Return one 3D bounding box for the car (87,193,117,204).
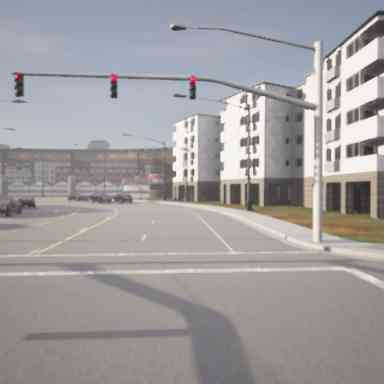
[{"bbox_3d":[-13.775,0.973,50.507,2.128,1.511,4.902,0,1,-35],"label":"car"}]

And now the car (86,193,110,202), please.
[{"bbox_3d":[-16.861,0.886,59.493,4.892,1.490,1.837,1,1,42],"label":"car"}]

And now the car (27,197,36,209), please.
[{"bbox_3d":[-18.648,1.204,37.592,1.895,1.301,4.718,0,1,-25],"label":"car"}]

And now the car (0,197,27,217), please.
[{"bbox_3d":[-15.734,1.234,27.947,1.812,1.442,4.674,0,1,-11],"label":"car"}]

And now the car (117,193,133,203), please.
[{"bbox_3d":[-11.011,0.970,52.660,1.837,1.490,4.892,0,1,-35],"label":"car"}]

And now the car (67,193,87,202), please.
[{"bbox_3d":[-19.655,0.923,57.319,4.674,1.442,1.812,1,1,42],"label":"car"}]
